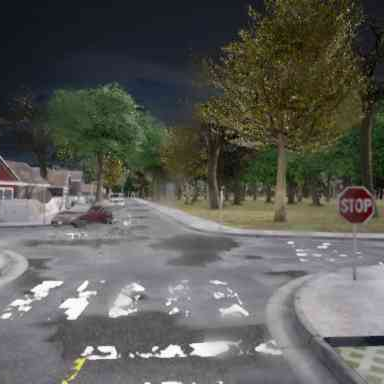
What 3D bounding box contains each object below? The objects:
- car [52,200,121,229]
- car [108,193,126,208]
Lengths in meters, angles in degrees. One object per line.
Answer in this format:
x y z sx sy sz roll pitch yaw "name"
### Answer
-6.823 1.495 21.400 1.812 1.442 4.674 2 1 20 "car"
-10.613 1.195 47.037 2.150 2.045 5.566 0 1 -12 "car"
